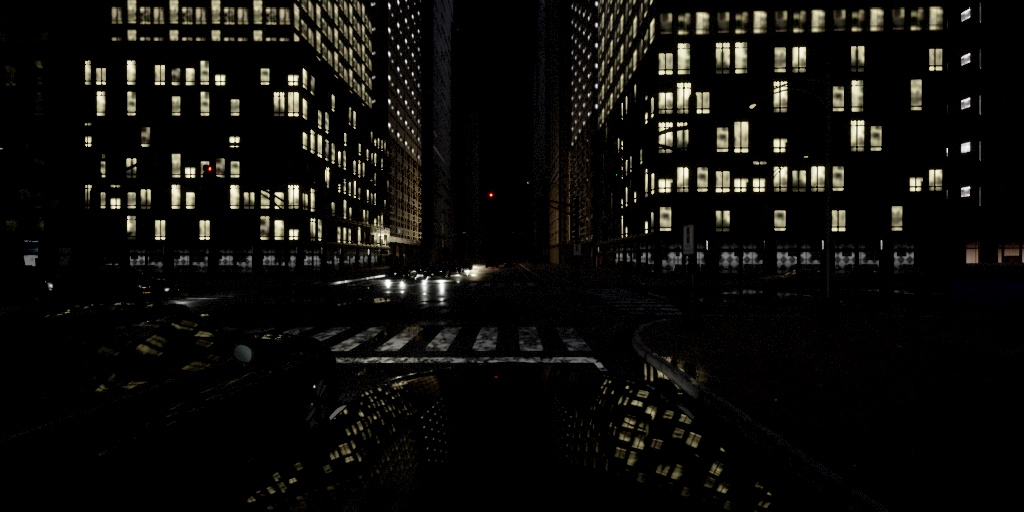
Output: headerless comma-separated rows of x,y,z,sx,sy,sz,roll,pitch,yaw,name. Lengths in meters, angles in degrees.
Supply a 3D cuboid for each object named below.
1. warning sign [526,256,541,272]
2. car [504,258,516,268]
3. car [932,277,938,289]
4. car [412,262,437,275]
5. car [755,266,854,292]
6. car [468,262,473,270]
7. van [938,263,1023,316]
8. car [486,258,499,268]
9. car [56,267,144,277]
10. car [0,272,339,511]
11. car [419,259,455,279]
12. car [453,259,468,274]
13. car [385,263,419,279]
2.601,0.910,40.818,1.300,1.860,1.060,0,0,0,warning sign
-0.396,1.426,63.814,1.994,1.385,4.181,0,0,0,car
26.803,1.357,20.502,4.207,1.307,1.802,0,0,2,car
-10.097,1.361,41.690,1.994,1.385,4.181,0,0,0,car
16.966,1.293,20.923,4.829,1.417,1.751,0,0,2,car
-6.912,1.389,52.790,1.994,1.385,4.181,0,0,0,car
18.289,1.119,12.760,3.998,1.789,1.690,0,0,2,van
-3.540,1.213,63.634,2.097,1.767,4.553,0,0,-1,car
-17.851,1.263,16.163,4.892,1.490,1.837,0,0,3,car
-3.155,1.102,2.543,2.097,1.767,4.553,0,0,0,car
-6.797,1.305,32.938,1.812,1.442,4.674,0,0,0,car
-6.861,1.277,42.811,1.882,1.535,5.008,0,0,0,car
-10.048,1.343,32.782,1.994,1.385,4.181,0,0,0,car
